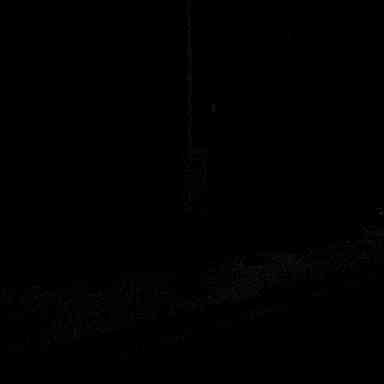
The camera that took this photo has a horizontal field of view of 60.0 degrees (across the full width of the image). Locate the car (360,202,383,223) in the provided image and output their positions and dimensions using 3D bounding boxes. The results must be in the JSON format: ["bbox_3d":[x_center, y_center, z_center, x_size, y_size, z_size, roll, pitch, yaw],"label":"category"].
[{"bbox_3d":[12.407,1.419,24.489,1.994,1.385,4.181,0,1,-36],"label":"car"}]
